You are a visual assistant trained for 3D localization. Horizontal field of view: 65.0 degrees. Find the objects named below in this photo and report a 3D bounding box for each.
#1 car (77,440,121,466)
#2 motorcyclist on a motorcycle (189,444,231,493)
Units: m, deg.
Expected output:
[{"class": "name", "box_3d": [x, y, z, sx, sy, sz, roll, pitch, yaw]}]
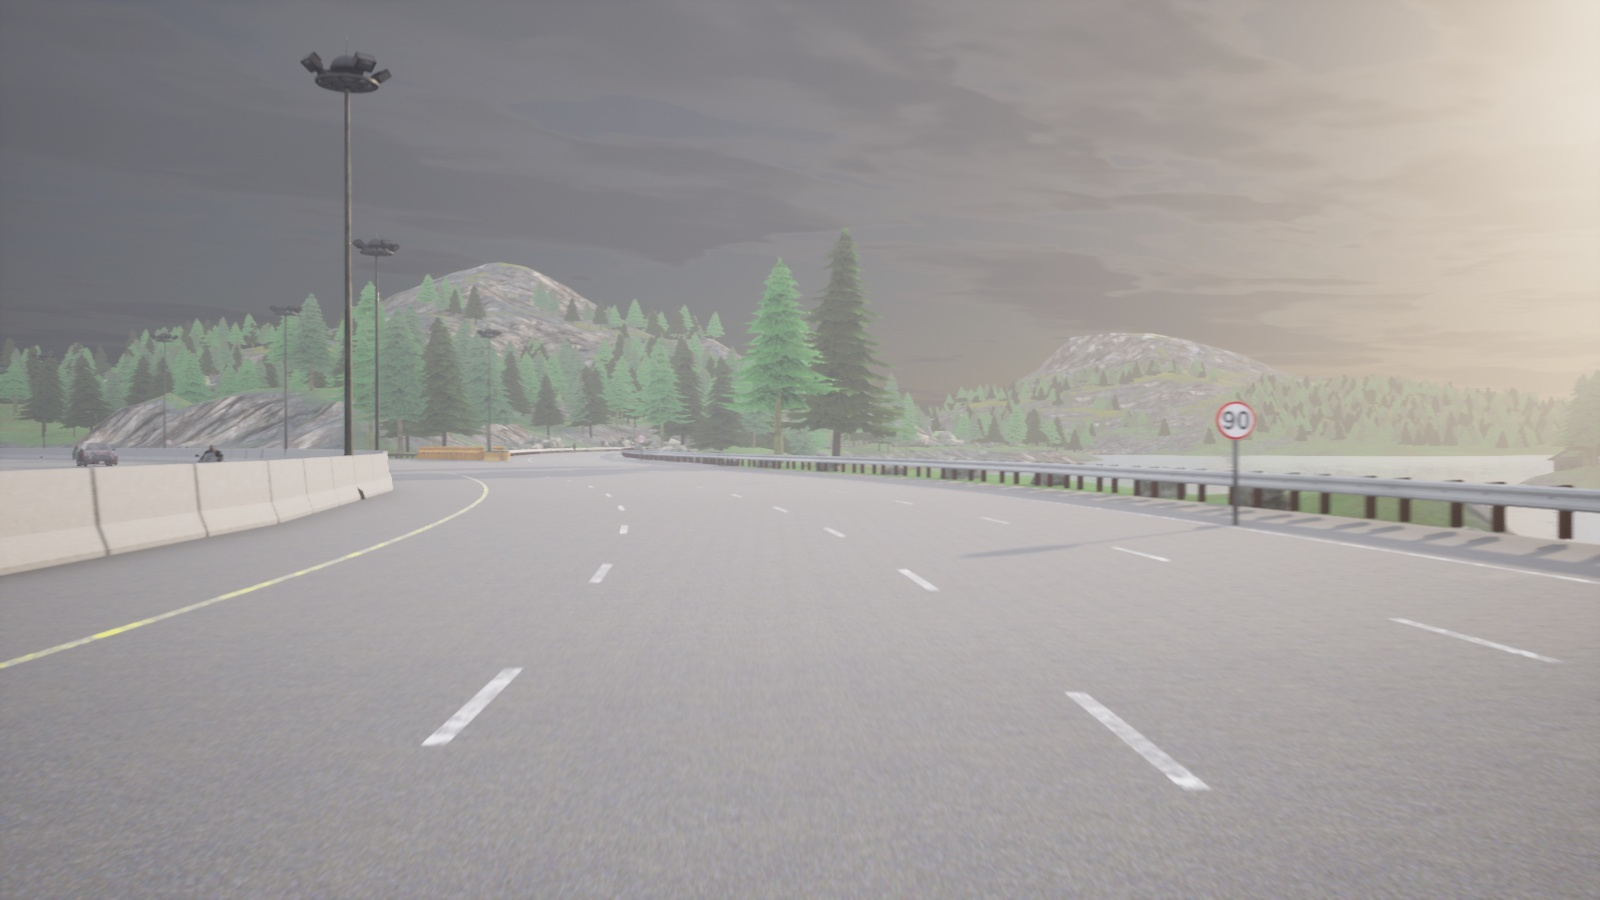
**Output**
[{"class": "car", "box_3d": [-48.363, 0.201, 86.582, 2.097, 1.767, 4.553, 0, 0, -36]}, {"class": "motorcyclist on a motorcycle", "box_3d": [-19.220, 0.585, 40.948, 0.866, 1.530, 2.191, -1, 1, -15]}]
